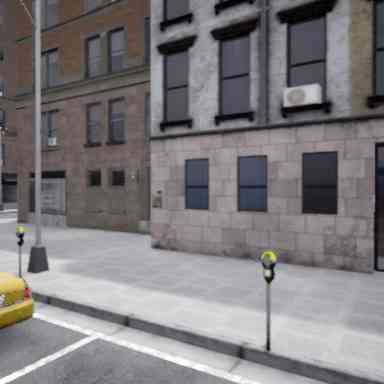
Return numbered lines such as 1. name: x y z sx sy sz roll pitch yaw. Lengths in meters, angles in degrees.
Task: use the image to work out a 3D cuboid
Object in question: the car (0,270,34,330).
1. car: -4.720 1.470 5.635 4.829 1.417 1.752 0 1 31
